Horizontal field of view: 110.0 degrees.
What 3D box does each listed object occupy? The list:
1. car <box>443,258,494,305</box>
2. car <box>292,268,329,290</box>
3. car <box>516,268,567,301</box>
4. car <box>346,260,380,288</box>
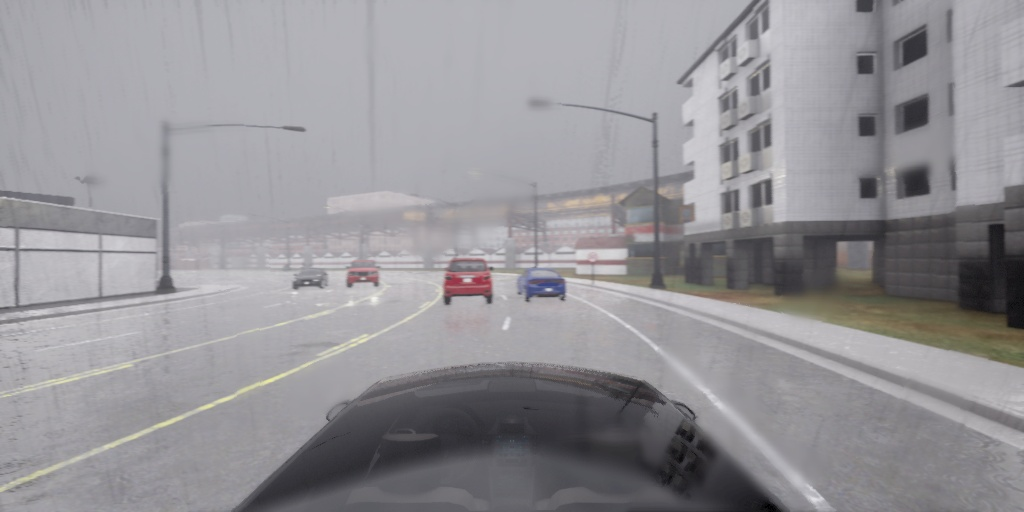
[{"bbox_3d":[-2.068,1.112,17.419,2.150,2.045,5.566,-1,0,-5],"label":"car"},{"bbox_3d":[-14.854,1.639,26.661,1.837,1.490,4.892,0,-1,-21],"label":"car"},{"bbox_3d":[1.363,1.335,18.150,1.882,1.535,5.008,-1,0,-6],"label":"car"},{"bbox_3d":[-11.690,1.304,28.221,2.150,2.045,5.566,-1,-1,-22],"label":"car"}]
